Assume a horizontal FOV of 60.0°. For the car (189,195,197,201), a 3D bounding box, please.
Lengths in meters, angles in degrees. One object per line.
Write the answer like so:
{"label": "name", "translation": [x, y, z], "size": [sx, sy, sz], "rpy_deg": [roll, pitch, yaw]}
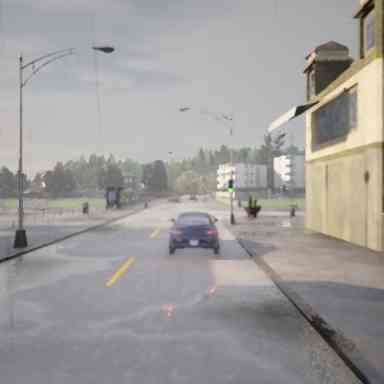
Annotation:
{"label": "car", "translation": [0.283, 1.388, 75.067], "size": [2.033, 1.411, 5.357], "rpy_deg": [0, 0, 0]}

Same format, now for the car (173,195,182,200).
{"label": "car", "translation": [-3.680, 1.357, 84.988], "size": [1.895, 1.301, 4.718], "rpy_deg": [0, 0, 0]}

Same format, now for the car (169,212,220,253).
{"label": "car", "translation": [0.100, 1.517, 13.432], "size": [1.812, 1.442, 4.674], "rpy_deg": [0, 0, 1]}

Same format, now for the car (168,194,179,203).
{"label": "car", "translation": [-3.738, 1.313, 69.424], "size": [2.097, 1.767, 4.553], "rpy_deg": [0, 0, 0]}
